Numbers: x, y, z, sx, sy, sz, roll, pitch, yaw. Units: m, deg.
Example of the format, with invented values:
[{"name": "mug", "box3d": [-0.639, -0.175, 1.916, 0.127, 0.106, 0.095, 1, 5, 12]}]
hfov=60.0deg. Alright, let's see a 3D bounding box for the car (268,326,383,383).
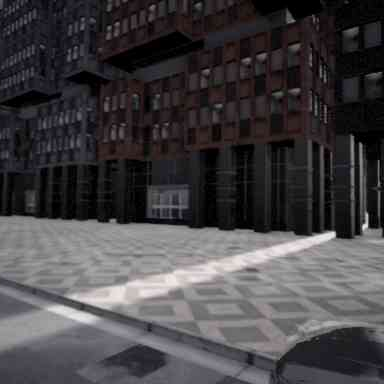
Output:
[{"name": "car", "box3d": [2.923, 1.681, 2.212, 4.892, 1.490, 1.837, -1, -3, 36]}]
